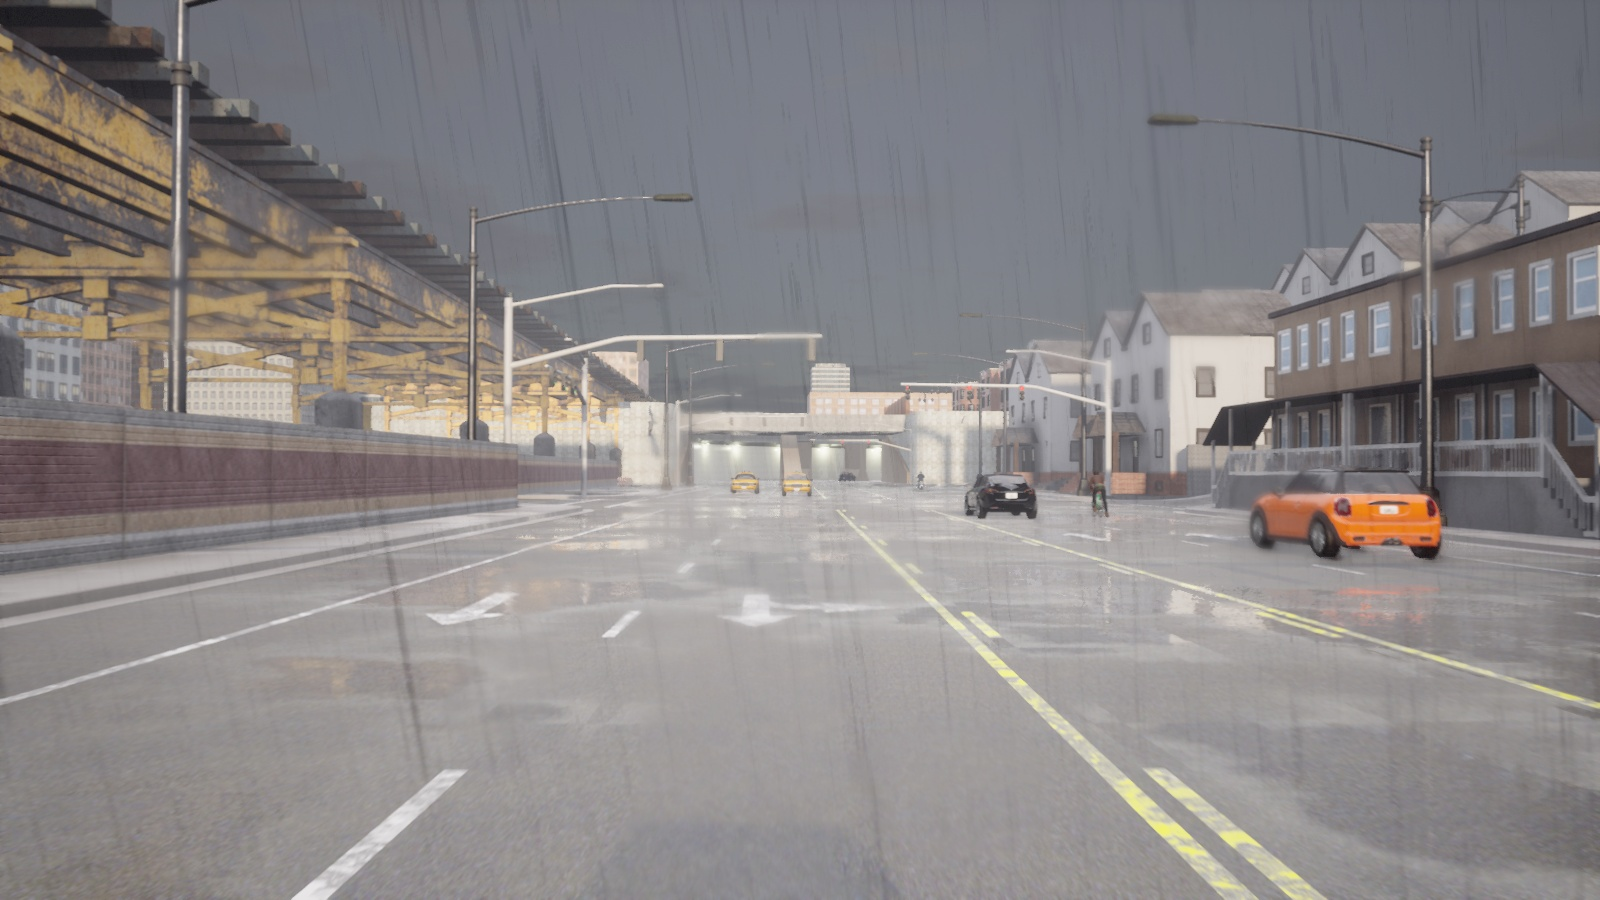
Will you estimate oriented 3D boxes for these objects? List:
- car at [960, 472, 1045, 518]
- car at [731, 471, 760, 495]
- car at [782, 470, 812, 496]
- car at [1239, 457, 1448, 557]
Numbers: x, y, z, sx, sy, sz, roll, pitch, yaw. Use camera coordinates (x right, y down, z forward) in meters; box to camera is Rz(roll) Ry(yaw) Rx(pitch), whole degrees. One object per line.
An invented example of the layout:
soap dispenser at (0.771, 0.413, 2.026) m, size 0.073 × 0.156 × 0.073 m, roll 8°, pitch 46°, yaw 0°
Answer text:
car at (6.903, 1.513, 43.351) m, size 2.163 × 1.488 × 4.792 m, roll 0°, pitch -1°, yaw 0°
car at (-3.692, 2.207, 85.917) m, size 1.801 × 1.575 × 5.366 m, roll 0°, pitch -1°, yaw 0°
car at (-0.177, 2.081, 79.274) m, size 1.801 × 1.575 × 5.366 m, roll 0°, pitch -1°, yaw 0°
car at (10.445, 1.043, 24.586) m, size 2.097 × 1.767 × 4.553 m, roll 0°, pitch -1°, yaw 0°
